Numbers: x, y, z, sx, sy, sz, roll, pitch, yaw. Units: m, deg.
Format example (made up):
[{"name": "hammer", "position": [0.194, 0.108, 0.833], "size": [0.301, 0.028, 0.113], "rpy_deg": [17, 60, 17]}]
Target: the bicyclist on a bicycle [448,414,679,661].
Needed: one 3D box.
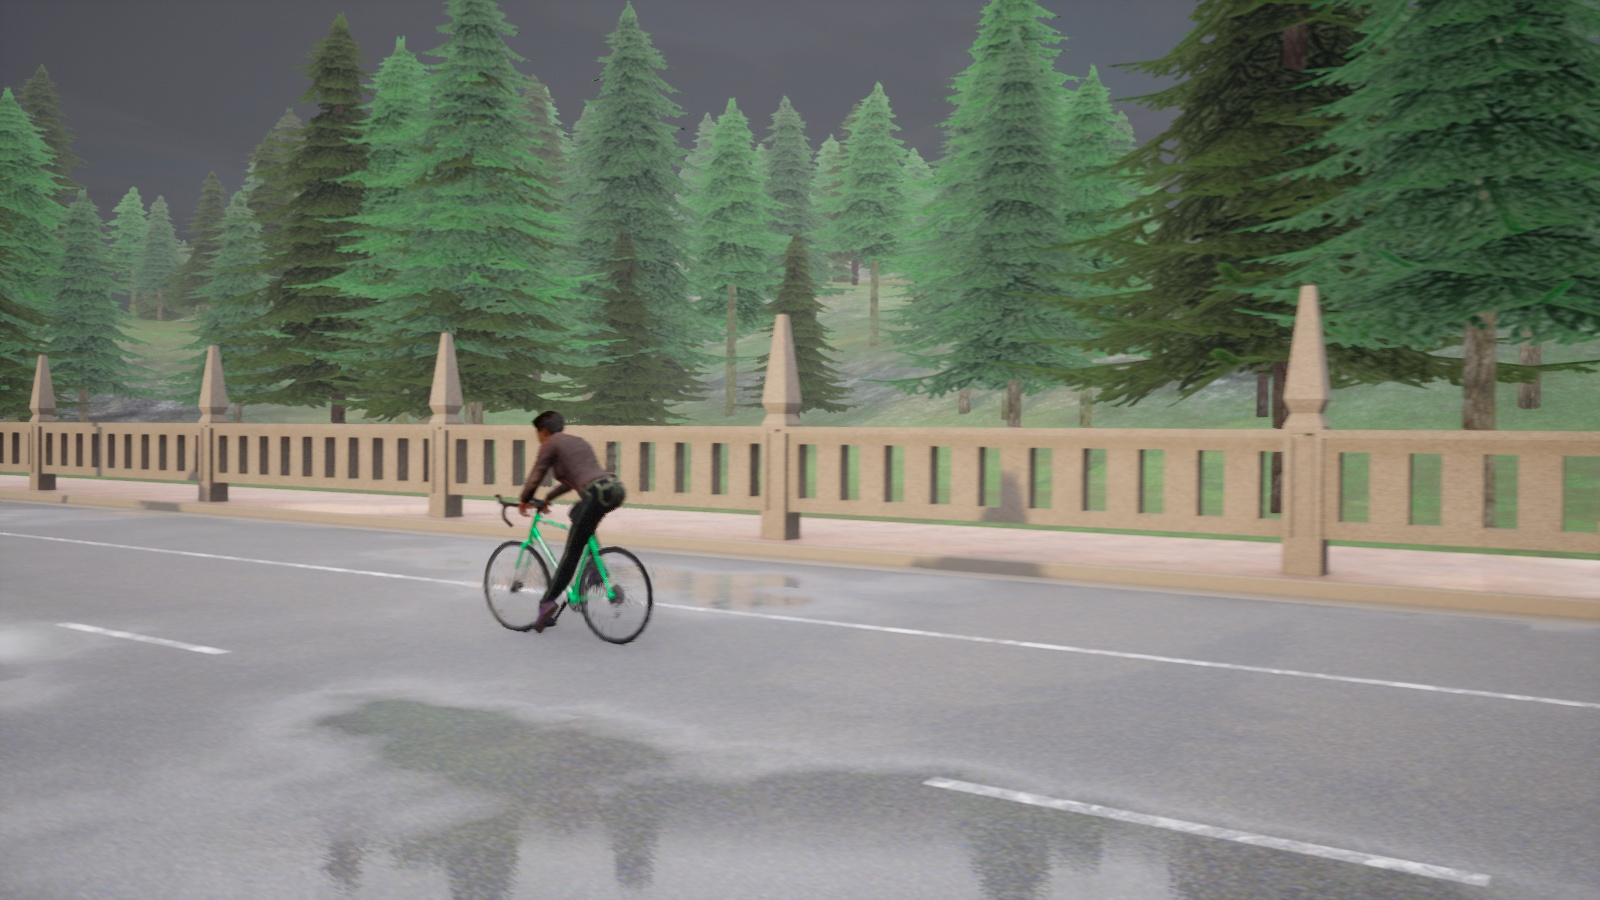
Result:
[{"name": "bicyclist on a bicycle", "position": [-1.709, 0.577, 8.960], "size": [1.656, 1.620, 0.582], "rpy_deg": [0, 1, 34]}]
